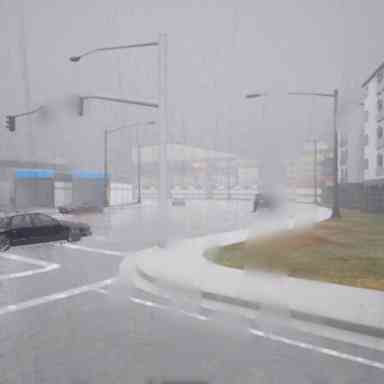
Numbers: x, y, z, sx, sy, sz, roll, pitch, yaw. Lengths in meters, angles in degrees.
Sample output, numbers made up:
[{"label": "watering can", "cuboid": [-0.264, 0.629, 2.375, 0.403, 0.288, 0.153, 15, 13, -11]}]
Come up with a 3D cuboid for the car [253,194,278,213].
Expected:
[{"label": "car", "cuboid": [8.257, 1.202, 37.052, 2.150, 2.045, 5.566, 1, 0, 21]}]

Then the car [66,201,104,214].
[{"label": "car", "cuboid": [-10.671, 1.527, 32.255, 1.994, 1.385, 4.181, 0, 0, 35]}]

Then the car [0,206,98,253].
[{"label": "car", "cuboid": [-6.801, 1.528, 13.630, 2.033, 1.411, 5.357, 0, 0, 37]}]

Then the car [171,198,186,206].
[{"label": "car", "cuboid": [-2.117, 1.556, 53.697, 1.895, 1.301, 4.718, 0, 0, 5]}]
